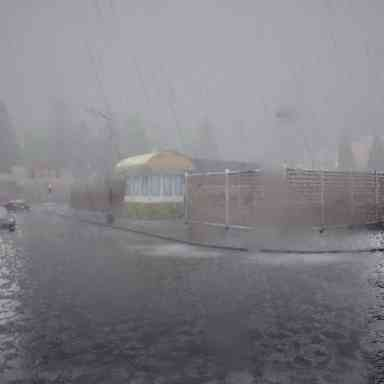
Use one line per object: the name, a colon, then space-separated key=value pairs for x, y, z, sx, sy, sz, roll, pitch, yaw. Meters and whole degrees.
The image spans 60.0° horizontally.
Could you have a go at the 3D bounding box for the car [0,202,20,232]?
car: x=-11.542 y=1.515 z=19.293 sx=1.812 sy=1.442 sz=4.674 roll=0 pitch=0 yaw=-36

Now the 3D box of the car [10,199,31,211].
car: x=-19.918 y=1.487 z=38.068 sx=1.812 sy=1.442 sz=4.674 roll=-1 pitch=0 yaw=-39
